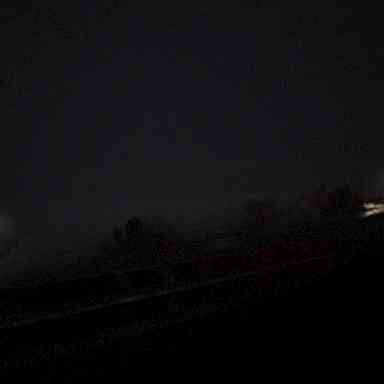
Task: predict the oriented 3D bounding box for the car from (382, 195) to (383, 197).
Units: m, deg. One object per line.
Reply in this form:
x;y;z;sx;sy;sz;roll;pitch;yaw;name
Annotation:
47.765;1.495;82.116;2.128;1.511;4.902;0;0;2;car

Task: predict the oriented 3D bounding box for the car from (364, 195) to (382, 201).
44.267;1.506;82.255;1.812;1.442;4.674;0;0;2;car
